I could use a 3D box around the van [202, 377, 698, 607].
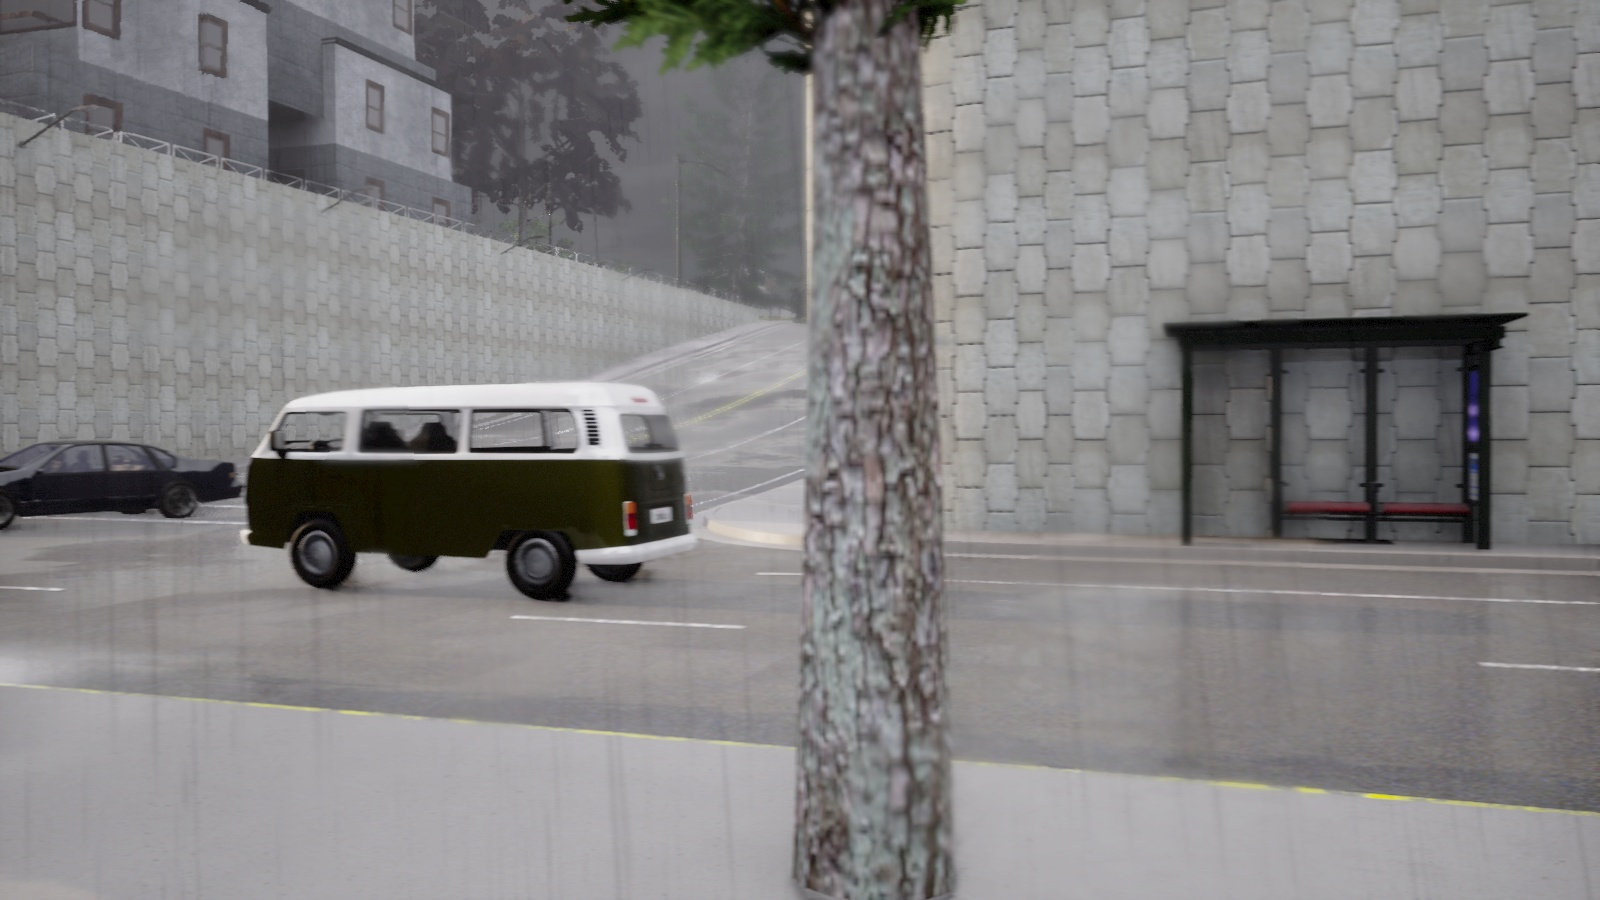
[{"bbox_3d":[-3.518,0.325,12.812,4.480,2.038,2.069,1,1,19],"label":"van"}]

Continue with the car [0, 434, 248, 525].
[{"bbox_3d":[-12.628,0.447,21.693,2.033,1.411,5.357,1,2,36],"label":"car"}]
